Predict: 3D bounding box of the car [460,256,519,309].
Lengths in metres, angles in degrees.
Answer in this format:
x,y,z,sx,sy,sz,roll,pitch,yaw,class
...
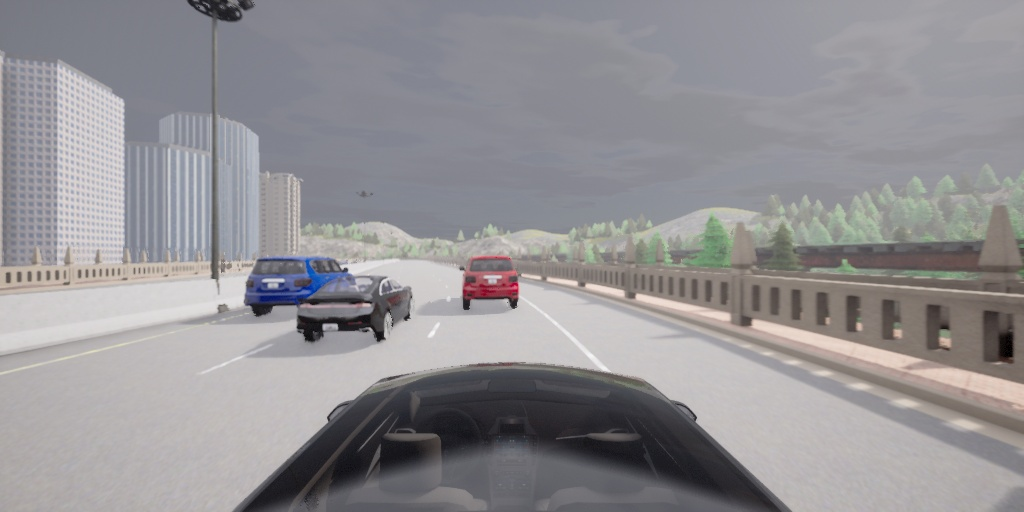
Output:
x,y,z,sx,sy,sz,roll,pitch,yaw,class
-1.063,1.012,15.504,2.150,2.045,5.566,0,0,-8,car

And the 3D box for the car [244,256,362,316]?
x,y,z,sx,sy,sz,roll,pitch,yaw,class
-7.890,1.035,13.972,2.150,2.045,5.566,0,0,-7,car

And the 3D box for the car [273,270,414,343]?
x,y,z,sx,sy,sz,roll,pitch,yaw,class
-3.978,1.279,9.881,2.128,1.511,4.902,0,0,-5,car
